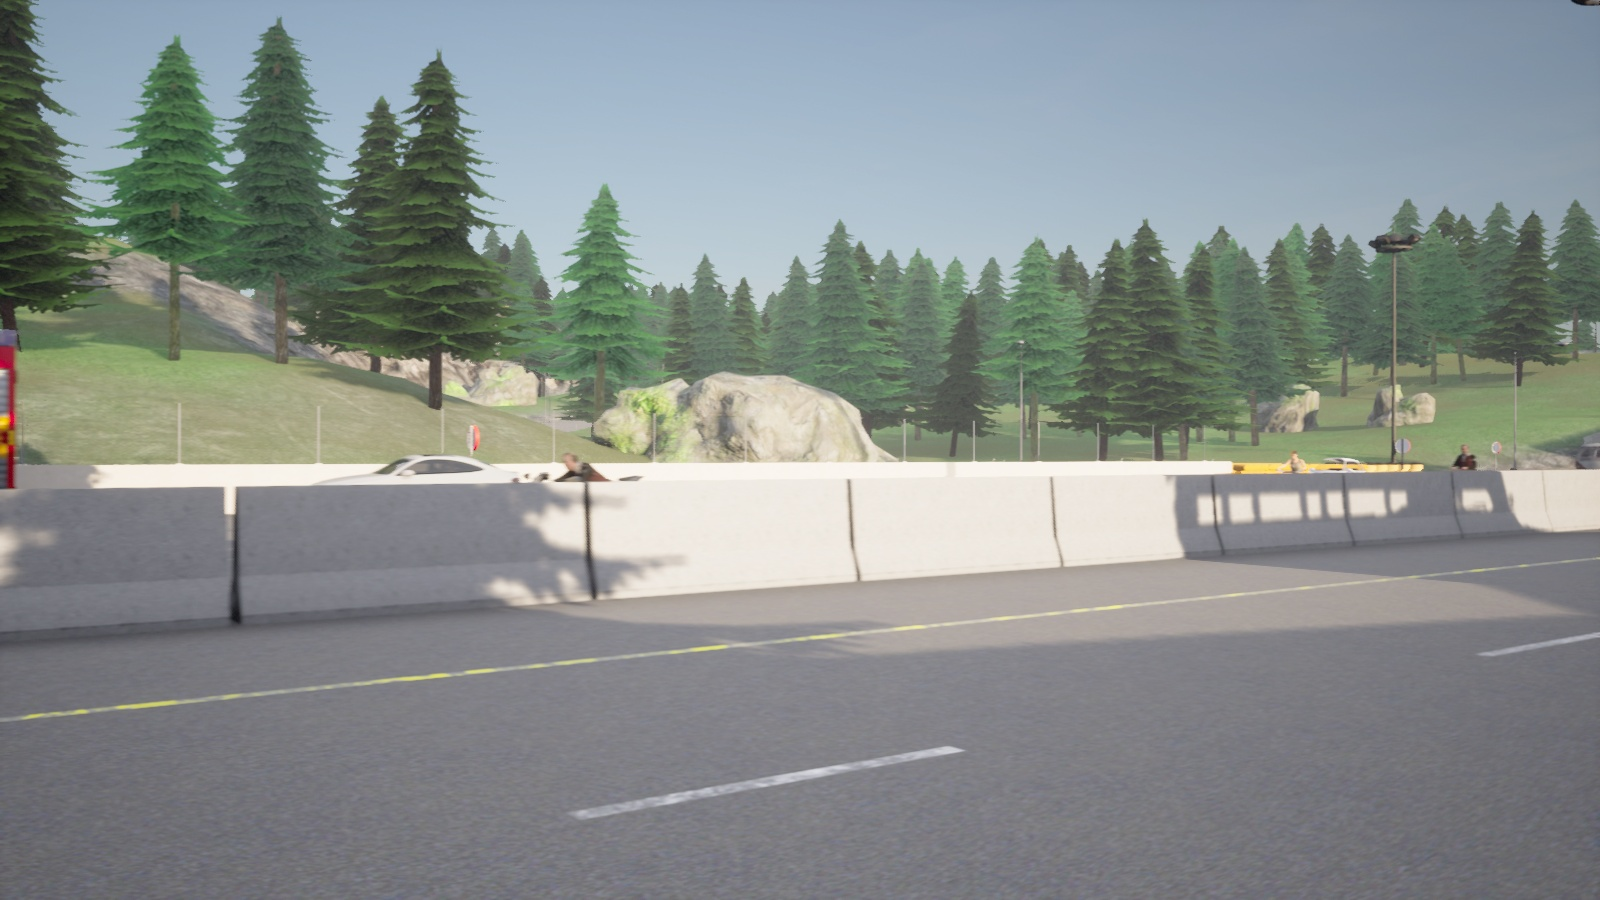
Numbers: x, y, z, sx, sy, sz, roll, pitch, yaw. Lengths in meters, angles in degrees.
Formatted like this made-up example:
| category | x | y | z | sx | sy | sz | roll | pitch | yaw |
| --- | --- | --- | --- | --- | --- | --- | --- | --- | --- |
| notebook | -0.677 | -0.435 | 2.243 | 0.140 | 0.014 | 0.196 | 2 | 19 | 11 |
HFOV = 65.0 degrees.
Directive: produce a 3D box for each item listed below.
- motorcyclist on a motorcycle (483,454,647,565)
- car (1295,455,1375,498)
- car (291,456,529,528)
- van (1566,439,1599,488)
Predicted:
| category | x | y | z | sx | sy | sz | roll | pitch | yaw |
| --- | --- | --- | --- | --- | --- | --- | --- | --- | --- |
| motorcyclist on a motorcycle | -3.415 | 0.832 | 18.339 | 2.191 | 1.530 | 0.866 | 0 | 0 | -35 |
| car | 17.728 | 0.863 | 41.584 | 2.207 | 1.376 | 1.481 | 1 | -1 | -35 |
| car | -8.511 | 0.856 | 27.584 | 4.674 | 1.442 | 1.812 | 0 | 0 | -35 |
| van | 34.489 | 0.555 | 53.251 | 4.442 | 1.987 | 1.775 | 0 | 0 | -35 |
